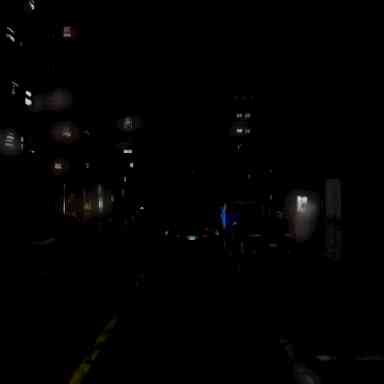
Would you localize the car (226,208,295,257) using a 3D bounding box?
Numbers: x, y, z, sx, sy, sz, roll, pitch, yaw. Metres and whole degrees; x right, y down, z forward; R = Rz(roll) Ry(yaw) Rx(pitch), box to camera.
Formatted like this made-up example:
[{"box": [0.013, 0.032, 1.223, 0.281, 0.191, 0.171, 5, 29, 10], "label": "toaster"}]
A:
[{"box": [2.566, 1.543, 12.720, 1.887, 1.381, 4.507, 0, 0, 0], "label": "car"}]

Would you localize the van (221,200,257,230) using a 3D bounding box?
[{"box": [2.566, 1.339, 18.308, 1.690, 1.788, 3.998, 0, 0, 0], "label": "van"}]

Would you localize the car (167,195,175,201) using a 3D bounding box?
[{"box": [-5.314, 1.506, 84.284, 1.887, 1.381, 4.507, 0, 0, 0], "label": "car"}]

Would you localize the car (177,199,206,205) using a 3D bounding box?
[{"box": [0.000, 1.568, 29.650, 1.994, 1.385, 4.181, 0, 0, 0], "label": "car"}]

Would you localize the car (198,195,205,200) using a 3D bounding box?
[{"box": [2.567, 1.537, 89.836, 1.802, 1.307, 4.206, 0, 0, 0], "label": "car"}]

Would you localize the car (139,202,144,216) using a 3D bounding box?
[{"box": [-5.315, 1.546, 29.483, 2.008, 1.369, 4.403, 0, 0, 0], "label": "car"}]

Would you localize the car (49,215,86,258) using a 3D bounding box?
[{"box": [-5.314, 1.580, 12.720, 1.802, 1.307, 4.206, 0, 0, 0], "label": "car"}]

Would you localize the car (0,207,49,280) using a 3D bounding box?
[{"box": [-5.314, 1.313, 7.133, 2.192, 1.841, 5.009, 0, 0, 0], "label": "car"}]

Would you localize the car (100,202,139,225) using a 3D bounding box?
[{"box": [-5.314, 1.541, 23.895, 1.887, 1.381, 4.507, 0, 0, 0], "label": "car"}]

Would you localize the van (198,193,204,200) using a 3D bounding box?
[{"box": [2.568, 1.290, 95.388, 1.690, 1.788, 3.998, 0, 0, 0], "label": "van"}]

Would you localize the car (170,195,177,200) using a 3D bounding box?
[{"box": [-5.313, 1.494, 95.388, 1.887, 1.381, 4.507, 0, 0, 0], "label": "car"}]

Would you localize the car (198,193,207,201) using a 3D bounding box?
[{"box": [2.566, 1.532, 78.732, 1.947, 1.339, 4.313, 0, 0, 0], "label": "car"}]

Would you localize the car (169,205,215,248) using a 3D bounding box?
[{"box": [0.000, 1.532, 14.650, 1.812, 1.442, 4.674, 0, 0, 0], "label": "car"}]

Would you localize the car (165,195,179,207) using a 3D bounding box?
[{"box": [-2.750, 1.546, 50.650, 1.812, 1.442, 4.674, 0, 0, 0], "label": "car"}]
